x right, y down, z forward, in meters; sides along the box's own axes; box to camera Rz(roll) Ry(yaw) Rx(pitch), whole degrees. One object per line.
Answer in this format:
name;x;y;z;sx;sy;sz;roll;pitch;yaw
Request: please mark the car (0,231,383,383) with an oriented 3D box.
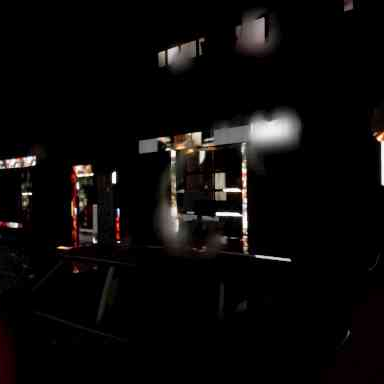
car;-0.329;1.316;3.123;5.009;1.841;2.192;0;-1;35
